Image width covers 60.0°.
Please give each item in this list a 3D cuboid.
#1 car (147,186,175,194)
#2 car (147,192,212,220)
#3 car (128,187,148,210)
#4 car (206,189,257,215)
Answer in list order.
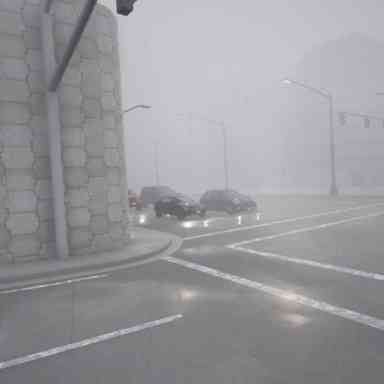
[{"bbox_3d":[-3.038,0.439,31.803,2.150,2.045,5.566,-5,3,-35],"label":"car"},{"bbox_3d":[-0.964,0.977,22.855,1.812,1.442,4.674,-5,3,-35],"label":"car"},{"bbox_3d":[-6.580,0.671,30.764,2.150,2.045,5.566,-5,3,-35],"label":"car"},{"bbox_3d":[2.503,0.571,23.975,2.097,1.767,4.553,-5,3,-35],"label":"car"}]
